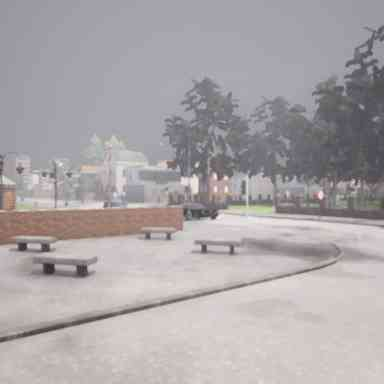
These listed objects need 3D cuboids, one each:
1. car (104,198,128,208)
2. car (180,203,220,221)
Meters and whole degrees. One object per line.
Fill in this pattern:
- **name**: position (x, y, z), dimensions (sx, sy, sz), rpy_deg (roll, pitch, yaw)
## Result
- **car**: position (-9.589, 1.525, 41.619), dimensions (1.812, 1.442, 4.674), rpy_deg (0, 0, -35)
- **car**: position (0.190, 1.600, 27.753), dimensions (1.895, 1.301, 4.718), rpy_deg (0, 0, -35)
